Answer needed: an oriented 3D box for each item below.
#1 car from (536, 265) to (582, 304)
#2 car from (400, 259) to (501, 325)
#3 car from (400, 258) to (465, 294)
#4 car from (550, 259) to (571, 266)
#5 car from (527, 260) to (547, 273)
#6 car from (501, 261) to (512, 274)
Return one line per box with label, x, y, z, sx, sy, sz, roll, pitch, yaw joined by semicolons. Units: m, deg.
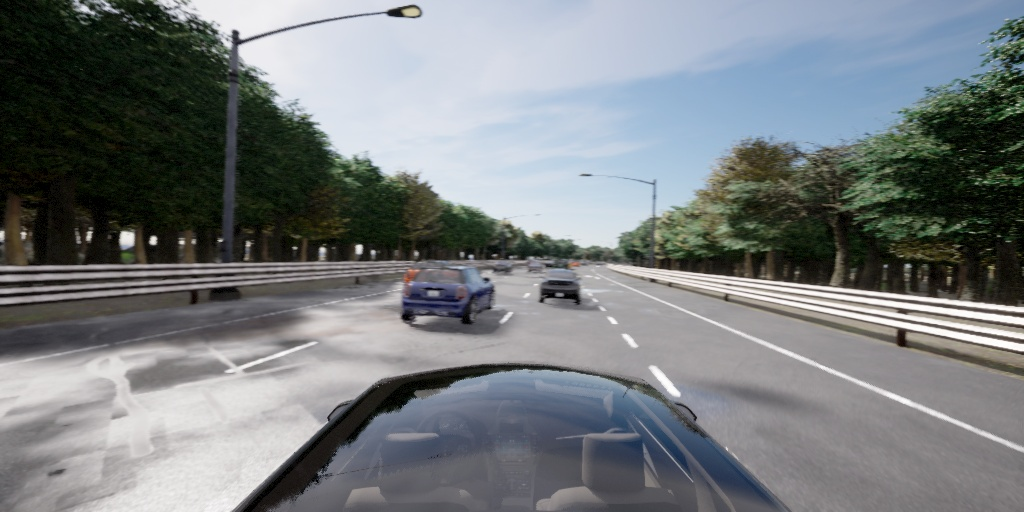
car;2.348;1.413;17.589;1.837;1.490;4.892;2;0;8
car;-1.906;1.079;12.044;2.097;1.767;4.553;2;0;8
car;-4.326;1.029;20.417;2.097;1.767;4.553;2;0;8
car;7.173;1.458;52.289;2.150;2.045;5.566;2;0;9
car;3.345;1.639;50.711;2.033;1.411;5.357;2;0;9
car;-1.129;1.392;44.254;2.128;1.511;4.902;2;0;8
